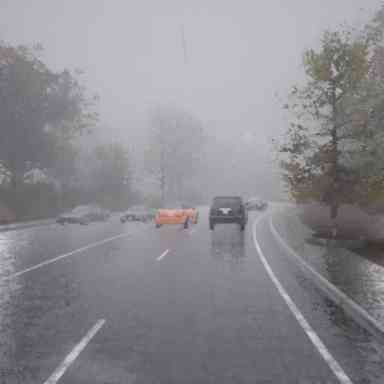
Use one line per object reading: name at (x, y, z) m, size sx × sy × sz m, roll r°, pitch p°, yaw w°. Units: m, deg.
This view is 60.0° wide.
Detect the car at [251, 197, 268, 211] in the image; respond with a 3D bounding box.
car at (8.014, 1.632, 40.442) m, size 1.895 × 1.301 × 4.718 m, roll -1°, pitch 0°, yaw 21°

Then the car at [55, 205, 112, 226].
car at (-7.854, 1.686, 24.717) m, size 2.033 × 1.411 × 5.357 m, roll -1°, pitch 0°, yaw 12°

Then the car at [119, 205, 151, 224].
car at (-3.981, 1.676, 25.667) m, size 1.994 × 1.385 × 4.181 m, roll -1°, pitch 0°, yaw 13°

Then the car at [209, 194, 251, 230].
car at (2.469, 1.255, 21.702) m, size 2.150 × 2.045 × 5.566 m, roll -1°, pitch 0°, yaw 12°

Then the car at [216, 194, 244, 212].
car at (4.933, 1.325, 42.204) m, size 2.150 × 2.045 × 5.566 m, roll -1°, pitch -1°, yaw 21°

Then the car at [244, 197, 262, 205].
car at (11.755, 1.712, 63.660) m, size 1.812 × 1.442 × 4.674 m, roll -2°, pitch -1°, yaw 32°

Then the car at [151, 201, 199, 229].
car at (-0.889, 1.418, 22.568) m, size 2.097 × 1.767 × 4.553 m, roll -1°, pitch 0°, yaw 11°
